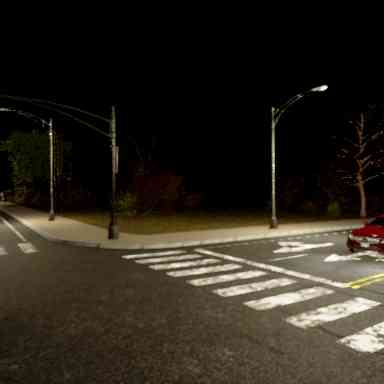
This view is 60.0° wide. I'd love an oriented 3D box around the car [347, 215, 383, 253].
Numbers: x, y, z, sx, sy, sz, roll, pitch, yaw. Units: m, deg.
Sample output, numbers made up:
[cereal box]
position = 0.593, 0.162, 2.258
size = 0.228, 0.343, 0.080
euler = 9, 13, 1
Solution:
[car]
position = 8.064, 1.634, 13.146
size = 4.674, 1.442, 1.812
euler = 0, 0, -35
